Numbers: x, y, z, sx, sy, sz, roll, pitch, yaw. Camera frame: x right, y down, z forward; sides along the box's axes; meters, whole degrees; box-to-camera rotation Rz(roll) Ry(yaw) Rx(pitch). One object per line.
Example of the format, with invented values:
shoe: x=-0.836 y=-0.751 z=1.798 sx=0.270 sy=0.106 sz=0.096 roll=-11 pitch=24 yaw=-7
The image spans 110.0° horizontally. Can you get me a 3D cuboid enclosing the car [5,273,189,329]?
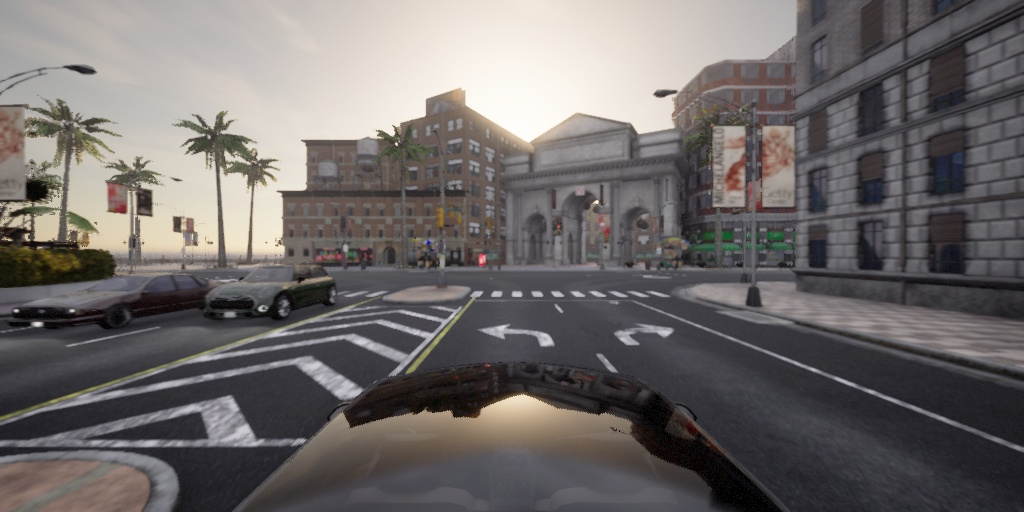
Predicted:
car: x=-11.509 y=1.266 z=11.368 sx=2.033 sy=1.411 sz=5.357 roll=0 pitch=0 yaw=1

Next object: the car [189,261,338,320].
car: x=-8.003 y=1.067 z=12.410 sx=2.097 sy=1.767 sz=4.553 roll=0 pitch=0 yaw=0
